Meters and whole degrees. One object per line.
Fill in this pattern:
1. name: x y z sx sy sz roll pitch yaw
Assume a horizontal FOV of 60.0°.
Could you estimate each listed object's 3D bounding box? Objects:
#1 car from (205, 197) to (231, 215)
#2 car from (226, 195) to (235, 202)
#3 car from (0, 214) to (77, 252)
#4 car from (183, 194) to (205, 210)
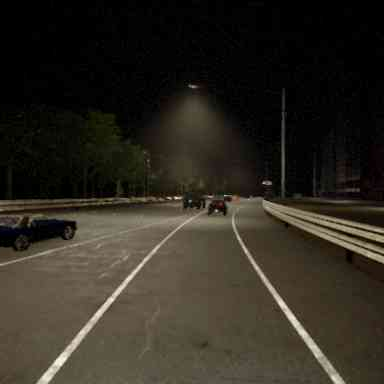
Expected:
1. car: 2.806 1.586 35.411 1.837 1.490 4.892 0 0 9
2. car: 8.461 1.798 79.557 1.812 1.442 4.674 1 0 13
3. car: -6.721 1.533 13.612 1.895 1.301 4.718 1 0 13
4. car: 0.392 1.299 44.483 2.150 2.045 5.566 1 0 13
